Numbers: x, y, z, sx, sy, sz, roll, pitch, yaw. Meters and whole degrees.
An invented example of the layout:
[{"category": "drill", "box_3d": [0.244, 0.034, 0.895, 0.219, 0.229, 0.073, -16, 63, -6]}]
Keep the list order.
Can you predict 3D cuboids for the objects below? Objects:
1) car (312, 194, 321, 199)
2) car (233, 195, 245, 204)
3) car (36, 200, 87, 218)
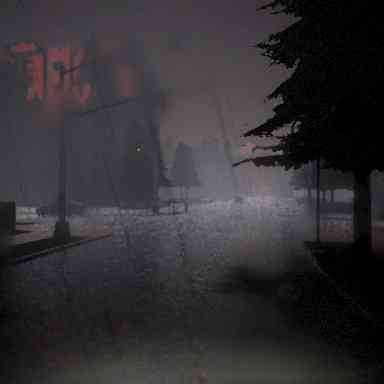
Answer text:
[{"category": "car", "box_3d": [32.798, 1.406, 89.580, 1.845, 1.501, 3.633, 0, 0, 13]}, {"category": "car", "box_3d": [9.175, 1.447, 64.873, 2.097, 1.767, 4.553, 0, 0, 13]}, {"category": "car", "box_3d": [-11.735, 1.477, 29.980, 4.674, 1.442, 1.812, 0, 0, 15]}]
